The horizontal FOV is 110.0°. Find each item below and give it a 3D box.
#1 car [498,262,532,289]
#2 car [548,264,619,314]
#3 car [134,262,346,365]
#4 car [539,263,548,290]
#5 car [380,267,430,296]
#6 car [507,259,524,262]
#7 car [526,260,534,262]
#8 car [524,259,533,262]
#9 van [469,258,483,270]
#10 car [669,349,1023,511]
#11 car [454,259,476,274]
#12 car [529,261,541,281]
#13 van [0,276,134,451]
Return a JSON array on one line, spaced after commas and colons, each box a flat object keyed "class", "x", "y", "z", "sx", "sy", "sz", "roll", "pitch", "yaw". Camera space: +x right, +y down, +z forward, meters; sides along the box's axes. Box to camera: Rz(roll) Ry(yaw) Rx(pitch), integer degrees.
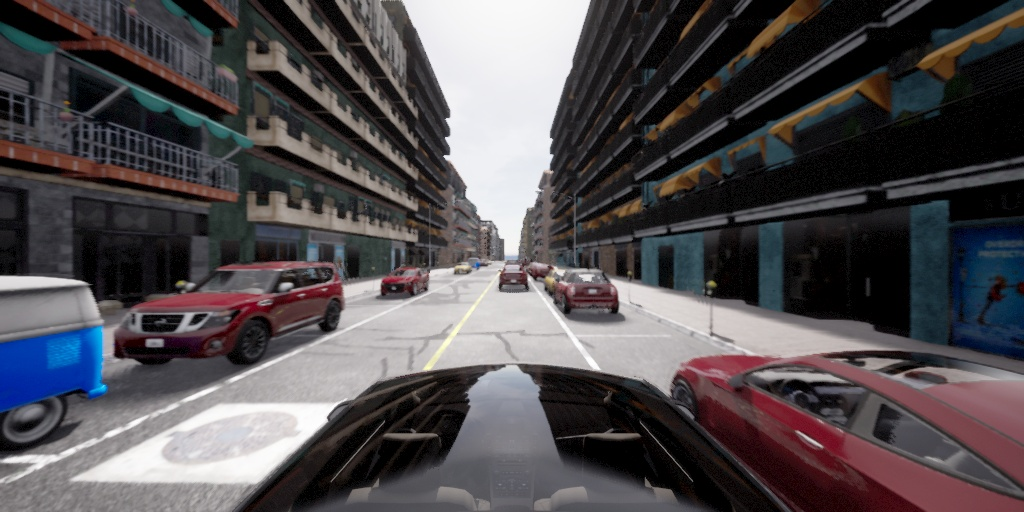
[{"class": "car", "x": 0.094, "y": 1.307, "z": 23.408, "sx": 1.812, "sy": 1.442, "sz": 4.674, "roll": 0, "pitch": 0, "yaw": 0}, {"class": "car", "x": 2.686, "y": 1.204, "z": 13.867, "sx": 1.967, "sy": 1.591, "sz": 4.097, "roll": 0, "pitch": 0, "yaw": 0}, {"class": "car", "x": -5.693, "y": 1.071, "z": 8.226, "sx": 2.192, "sy": 1.841, "sz": 5.009, "roll": 0, "pitch": 0, "yaw": 0}, {"class": "car", "x": 2.684, "y": 1.300, "z": 19.699, "sx": 1.751, "sy": 1.417, "sz": 4.829, "roll": 0, "pitch": 0, "yaw": 0}, {"class": "car", "x": -5.697, "y": 1.319, "z": 19.549, "sx": 1.888, "sy": 1.381, "sz": 4.507, "roll": 0, "pitch": 0, "yaw": 0}, {"class": "car", "x": 0.085, "y": 1.182, "z": 47.045, "sx": 2.097, "sy": 1.767, "sz": 4.553, "roll": 0, "pitch": 0, "yaw": 0}, {"class": "car", "x": 2.678, "y": 1.350, "z": 36.519, "sx": 1.888, "sy": 1.381, "sz": 4.507, "roll": 0, "pitch": 0, "yaw": 0}, {"class": "car", "x": 2.676, "y": 1.343, "z": 42.347, "sx": 1.751, "sy": 1.417, "sz": 4.829, "roll": 0, "pitch": 0, "yaw": 0}, {"class": "van", "x": -5.709, "y": 1.191, "z": 53.520, "sx": 1.690, "sy": 1.789, "sz": 3.998, "roll": 0, "pitch": 0, "yaw": 0}, {"class": "car", "x": 2.690, "y": 1.332, "z": 2.548, "sx": 1.802, "sy": 1.307, "sz": 4.207, "roll": 0, "pitch": 0, "yaw": 0}, {"class": "car", "x": -5.705, "y": 1.342, "z": 42.027, "sx": 1.751, "sy": 1.417, "sz": 4.829, "roll": 0, "pitch": 0, "yaw": 0}, {"class": "car", "x": 2.680, "y": 1.340, "z": 30.854, "sx": 1.888, "sy": 1.381, "sz": 4.507, "roll": 0, "pitch": 0, "yaw": 0}, {"class": "van", "x": -5.691, "y": 1.090, "z": 2.567, "sx": 1.690, "sy": 1.789, "sz": 3.998, "roll": 0, "pitch": 0, "yaw": 0}]
